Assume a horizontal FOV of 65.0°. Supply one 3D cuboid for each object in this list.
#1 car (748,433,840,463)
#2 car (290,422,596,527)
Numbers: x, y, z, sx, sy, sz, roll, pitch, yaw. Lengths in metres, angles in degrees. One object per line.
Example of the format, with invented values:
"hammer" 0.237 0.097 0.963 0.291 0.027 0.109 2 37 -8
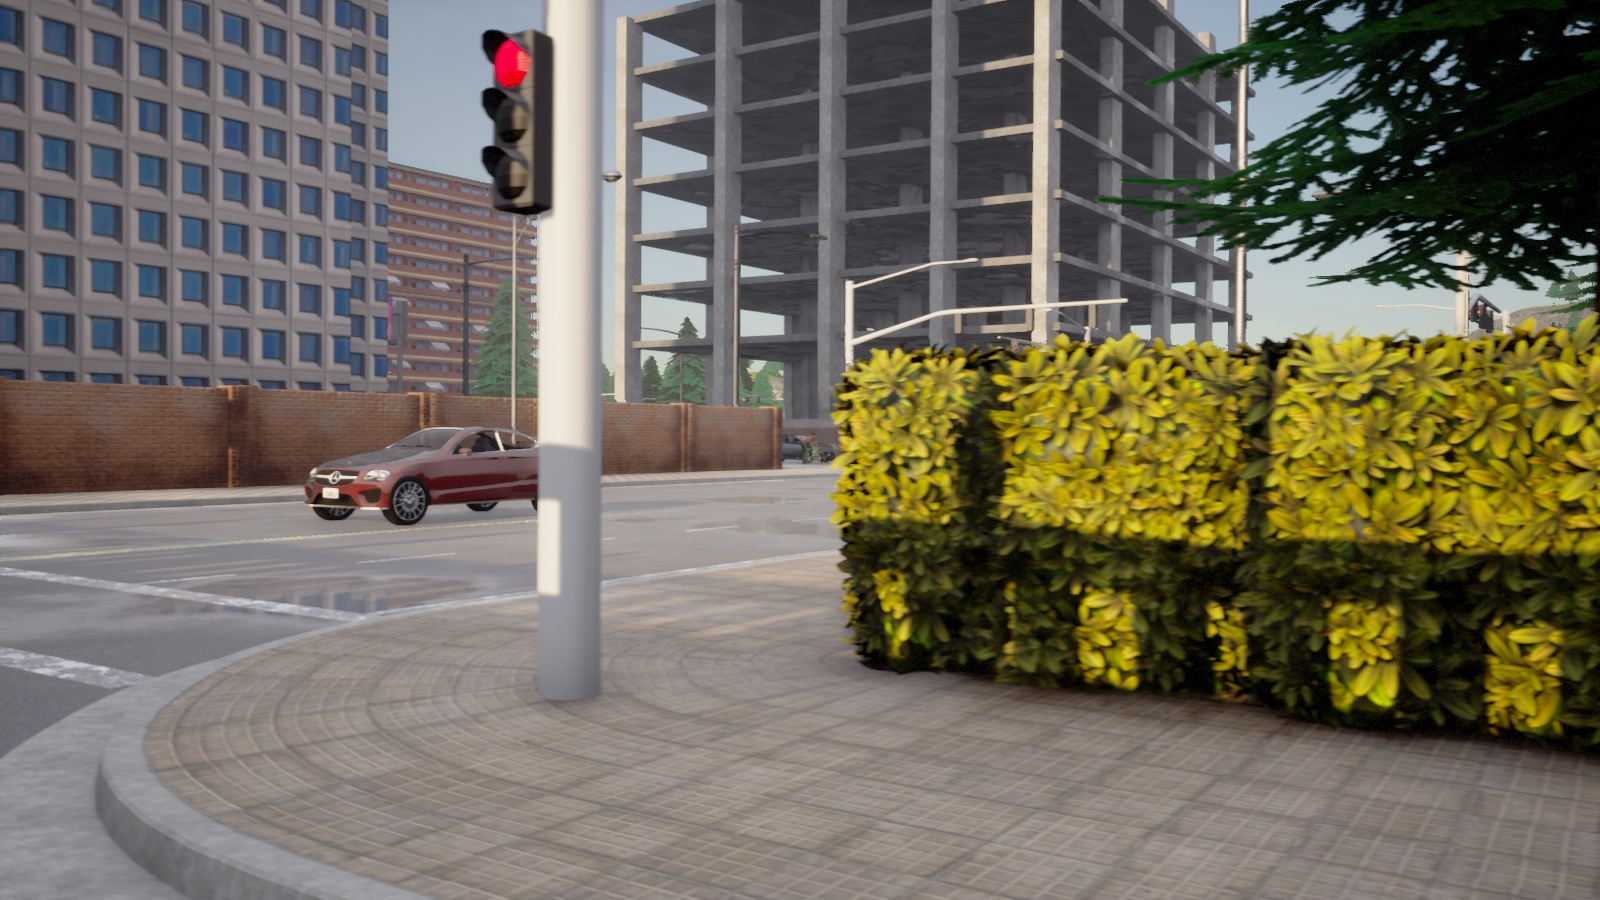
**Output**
"car" -0.333 -0.119 66.906 4.514 1.525 2.007 0 1 34
"car" -6.178 0.343 22.363 2.152 1.651 5.027 0 1 33
